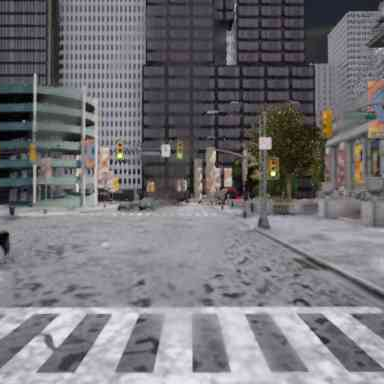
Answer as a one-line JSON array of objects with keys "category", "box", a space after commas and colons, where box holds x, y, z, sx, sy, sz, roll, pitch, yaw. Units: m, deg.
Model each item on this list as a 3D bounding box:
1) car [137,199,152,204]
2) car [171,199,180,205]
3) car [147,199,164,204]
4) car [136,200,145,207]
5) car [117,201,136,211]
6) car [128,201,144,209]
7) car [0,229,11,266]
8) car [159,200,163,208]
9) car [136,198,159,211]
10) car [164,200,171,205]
[{"category": "car", "box": [-13.105, 2.699, 92.069, 1.994, 1.385, 4.181, 1, -1, -43]}, {"category": "car", "box": [-4.800, 2.614, 85.703, 1.837, 1.490, 4.892, 0, -1, -29]}, {"category": "car", "box": [-10.378, 2.705, 94.262, 2.033, 1.411, 5.357, 1, -1, -43]}, {"category": "car", "box": [-11.449, 2.456, 73.484, 1.837, 1.490, 4.892, 0, -1, -10]}, {"category": "car", "box": [-10.594, 2.243, 53.391, 2.033, 1.411, 5.357, 0, -1, 0]}, {"category": "car", "box": [-10.581, 2.373, 63.465, 2.033, 1.411, 5.357, 0, -1, 0]}, {"category": "car", "box": [-7.098, 1.599, 9.245, 1.882, 1.535, 5.008, 0, -1, 0]}, {"category": "car", "box": [-7.092, 2.352, 63.531, 1.812, 1.442, 4.674, 0, -1, 0]}, {"category": "car", "box": [-7.101, 1.923, 53.900, 2.150, 2.045, 5.566, 0, -1, 0]}, {"category": "car", "box": [-7.535, 2.679, 83.386, 1.895, 1.301, 4.718, 0, -1, -25]}]
